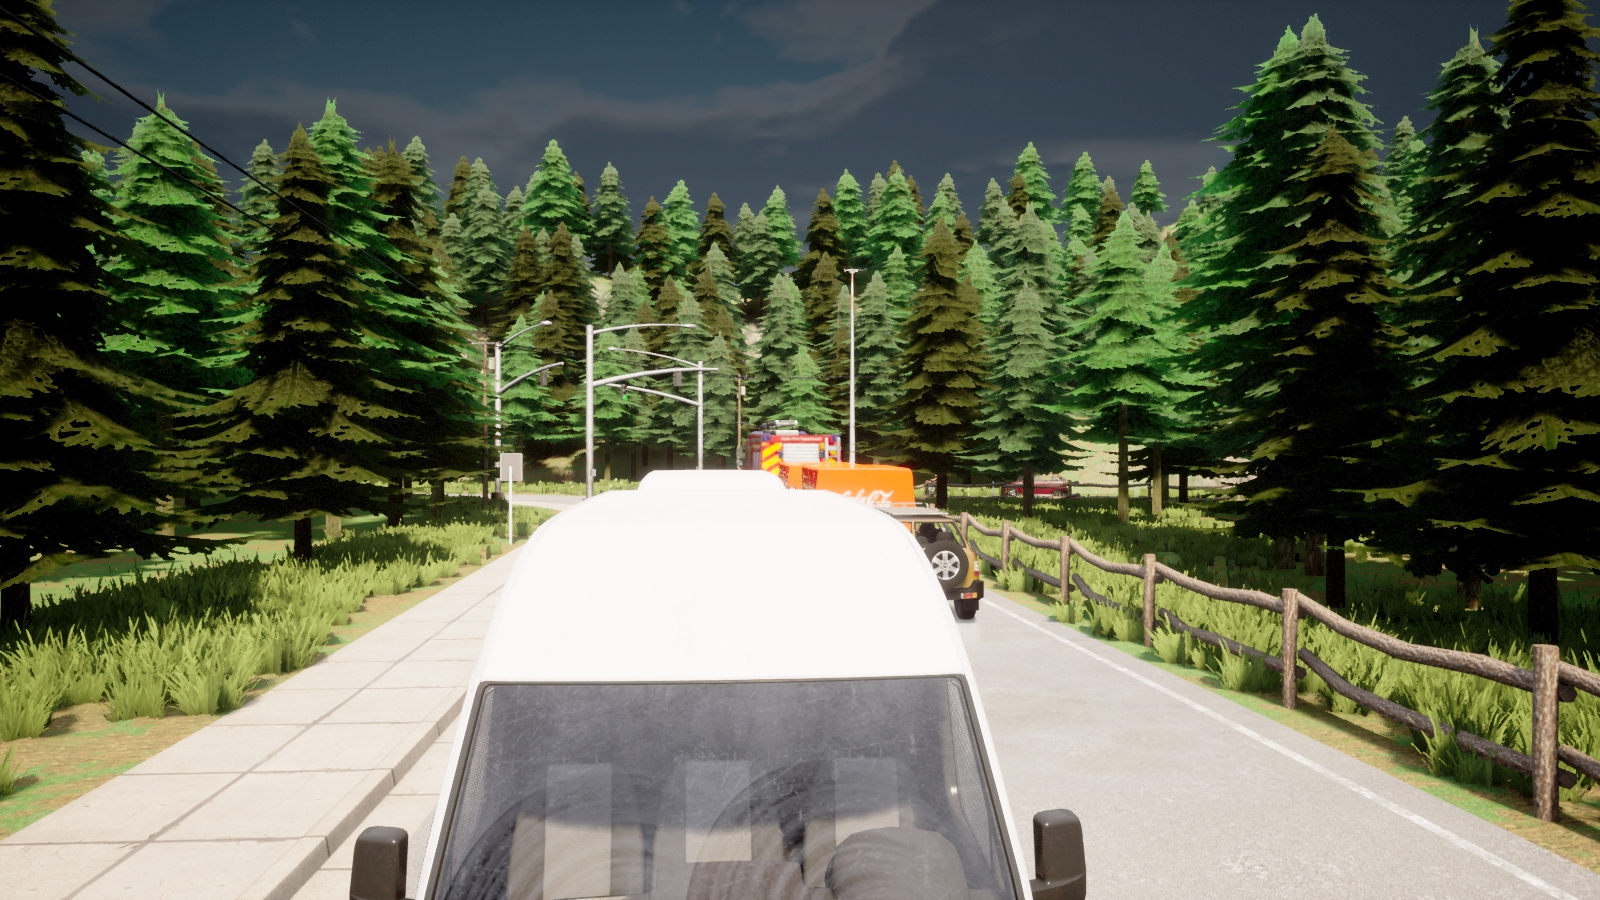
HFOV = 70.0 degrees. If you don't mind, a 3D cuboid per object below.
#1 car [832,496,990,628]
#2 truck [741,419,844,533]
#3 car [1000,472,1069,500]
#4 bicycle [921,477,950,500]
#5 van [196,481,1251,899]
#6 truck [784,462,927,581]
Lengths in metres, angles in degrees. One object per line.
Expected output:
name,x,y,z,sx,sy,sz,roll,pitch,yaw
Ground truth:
car,1.801,1.837,20.146,1.932,1.855,4.605,0,0,-5
truck,-0.457,0.864,42.537,2.891,3.827,8.468,0,0,-7
car,13.308,2.026,65.048,3.705,1.549,1.789,0,0,7
bicycle,7.684,2.158,64.883,1.487,1.276,0.859,0,0,-7
van,-0.341,1.499,5.107,1.988,2.561,5.915,0,0,-5
truck,1.150,1.541,26.876,2.627,2.467,5.204,0,0,-5
